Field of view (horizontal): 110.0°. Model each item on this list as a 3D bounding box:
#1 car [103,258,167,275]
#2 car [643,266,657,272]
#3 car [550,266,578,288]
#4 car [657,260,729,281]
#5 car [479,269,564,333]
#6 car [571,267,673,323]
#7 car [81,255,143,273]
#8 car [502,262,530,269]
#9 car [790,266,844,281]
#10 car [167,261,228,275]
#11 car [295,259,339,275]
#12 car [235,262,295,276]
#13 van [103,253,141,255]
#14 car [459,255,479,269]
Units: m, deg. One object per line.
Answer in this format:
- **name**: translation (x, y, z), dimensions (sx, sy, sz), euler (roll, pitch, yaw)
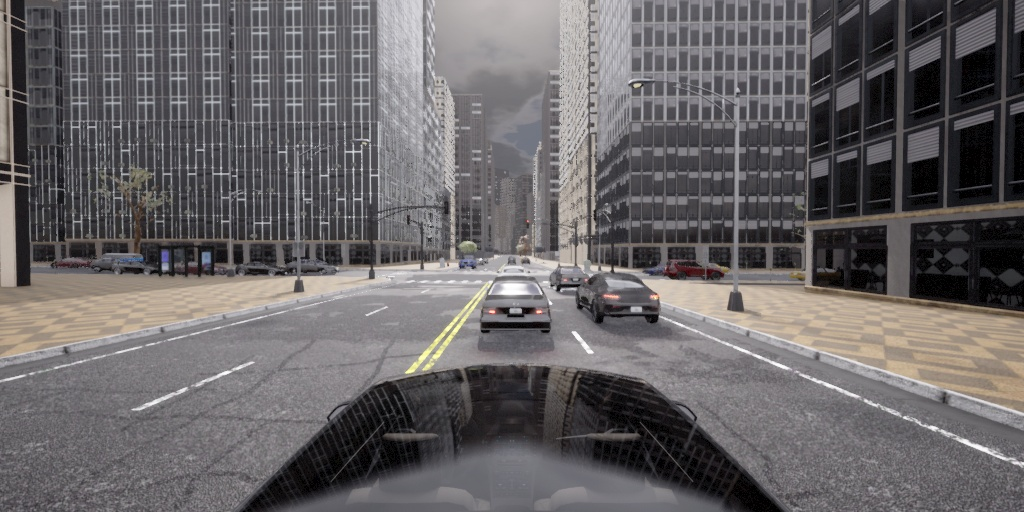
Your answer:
- **car**: translation (-34.117, 1.068, 32.973), dimensions (4.313, 1.339, 1.948), euler (0, 0, 1)
- **car**: translation (16.699, 1.409, 37.944), dimensions (5.357, 1.411, 2.033), euler (0, 1, 1)
- **car**: translation (3.339, 1.286, 21.347), dimensions (2.033, 1.411, 5.357), euler (0, 0, 0)
- **car**: translation (16.173, 1.267, 32.174), dimensions (5.009, 1.841, 2.192), euler (0, 0, 1)
- **car**: translation (0.096, 1.293, 10.666), dimensions (2.033, 1.411, 5.357), euler (0, 0, 0)
- **car**: translation (3.345, 1.271, 11.936), dimensions (1.812, 1.442, 4.674), euler (0, 0, 0)
- **car**: translation (-38.946, 0.906, 35.707), dimensions (4.902, 1.511, 2.128), euler (1, 1, 1)
- **car**: translation (0.088, 1.265, 20.257), dimensions (1.812, 1.442, 4.674), euler (0, 0, 0)
- **car**: translation (27.622, 1.577, 31.985), dimensions (4.829, 1.417, 1.751), euler (0, 0, 1)
- **car**: translation (-28.436, 1.136, 32.804), dimensions (4.207, 1.307, 1.802), euler (0, 0, 1)
- **car**: translation (-19.603, 1.081, 35.319), dimensions (4.902, 1.511, 2.128), euler (1, 1, 1)
- **car**: translation (-22.752, 1.172, 32.675), dimensions (4.313, 1.339, 1.948), euler (0, 0, 1)
- **van**: translation (-45.314, 0.603, 41.626), dimensions (3.998, 1.789, 1.690), euler (0, 0, 1)
- **car**: translation (-6.633, 0.926, 53.888), dimensions (2.150, 2.045, 5.566), euler (0, 1, 0)
